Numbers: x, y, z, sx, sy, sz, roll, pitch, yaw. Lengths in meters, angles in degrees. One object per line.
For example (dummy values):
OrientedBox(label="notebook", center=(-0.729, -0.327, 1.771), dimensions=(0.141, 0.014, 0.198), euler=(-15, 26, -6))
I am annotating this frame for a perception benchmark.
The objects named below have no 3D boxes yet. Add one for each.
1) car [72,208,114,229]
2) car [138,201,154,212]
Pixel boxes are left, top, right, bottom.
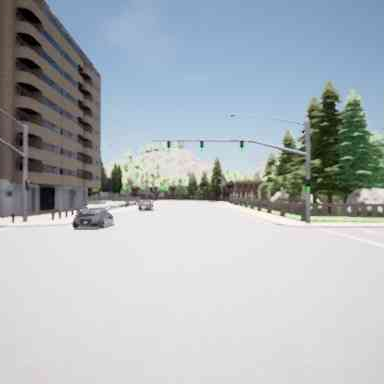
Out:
OrientedBox(label="car", center=(-6.780, 1.793, 23.196), dimensions=(1.994, 1.385, 4.181), euler=(0, -1, 1))
OrientedBox(label="car", center=(-6.567, 2.019, 47.638), dimensions=(2.128, 1.511, 4.902), euler=(0, -1, 1))
